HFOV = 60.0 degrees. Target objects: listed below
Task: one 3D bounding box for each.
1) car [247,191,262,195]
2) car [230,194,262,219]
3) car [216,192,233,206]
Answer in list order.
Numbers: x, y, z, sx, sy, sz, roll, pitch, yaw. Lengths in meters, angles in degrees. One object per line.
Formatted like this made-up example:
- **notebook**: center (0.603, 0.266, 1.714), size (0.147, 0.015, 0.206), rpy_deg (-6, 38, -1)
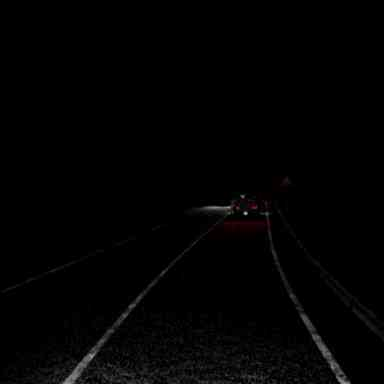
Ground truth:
- **car**: center (7.664, 0.631, 41.482), size (2.097, 1.767, 4.553), rpy_deg (-1, 1, 12)
- **car**: center (4.223, 1.200, 25.506), size (1.812, 1.442, 4.674), rpy_deg (-1, 1, 12)
- **car**: center (4.197, 0.827, 41.352), size (1.882, 1.535, 5.008), rpy_deg (-1, 1, 12)
